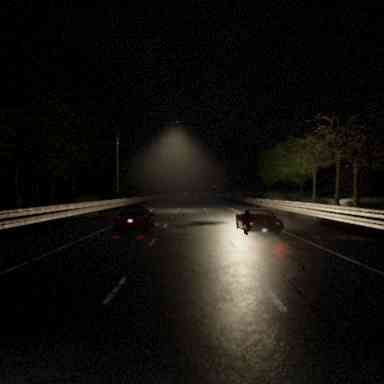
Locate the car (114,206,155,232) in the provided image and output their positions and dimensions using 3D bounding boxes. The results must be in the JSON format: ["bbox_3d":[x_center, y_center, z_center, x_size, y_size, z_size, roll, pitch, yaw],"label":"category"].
[{"bbox_3d":[-3.415,1.563,20.364,1.994,1.385,4.181,0,0,0],"label":"car"}]

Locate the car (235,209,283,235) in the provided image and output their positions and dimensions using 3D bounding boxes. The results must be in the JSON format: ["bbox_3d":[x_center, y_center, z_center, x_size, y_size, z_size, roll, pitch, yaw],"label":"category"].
[{"bbox_3d":[3.585,1.600,18.658,1.895,1.301,4.718,0,0,0],"label":"car"}]
